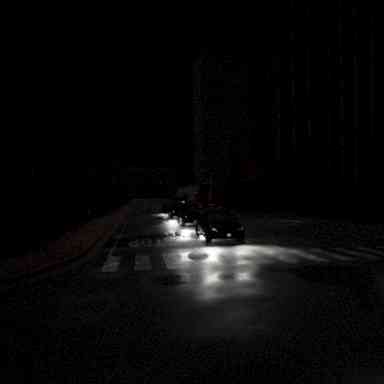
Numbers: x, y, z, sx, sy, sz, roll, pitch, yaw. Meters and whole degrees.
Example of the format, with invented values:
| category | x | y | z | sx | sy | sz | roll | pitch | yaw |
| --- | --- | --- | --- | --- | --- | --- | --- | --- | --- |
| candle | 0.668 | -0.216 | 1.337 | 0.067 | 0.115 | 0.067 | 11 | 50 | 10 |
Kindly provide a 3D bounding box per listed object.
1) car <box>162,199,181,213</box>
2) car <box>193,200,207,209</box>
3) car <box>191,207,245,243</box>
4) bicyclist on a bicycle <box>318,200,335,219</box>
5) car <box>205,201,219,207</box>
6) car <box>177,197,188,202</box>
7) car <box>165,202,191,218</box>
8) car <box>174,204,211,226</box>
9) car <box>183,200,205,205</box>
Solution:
| category | x | y | z | sx | sy | sz | roll | pitch | yaw |
| --- | --- | --- | --- | --- | --- | --- | --- | --- | --- |
| car | -2.960 | 2.126 | 45.411 | 1.812 | 1.442 | 4.674 | -1 | -1 | -9 |
| car | 1.542 | 2.297 | 62.556 | 1.812 | 1.442 | 4.674 | -1 | -1 | -9 |
| car | 1.341 | 1.724 | 17.536 | 1.812 | 1.442 | 4.674 | -1 | -1 | -9 |
| bicyclist on a bicycle | 11.699 | 1.532 | 28.912 | 1.656 | 1.620 | 0.582 | -1 | -1 | -9 |
| car | 3.012 | 2.143 | 53.441 | 1.837 | 1.490 | 4.892 | -1 | -1 | -8 |
| car | -1.937 | 2.032 | 62.708 | 2.150 | 2.045 | 5.566 | -1 | -1 | -8 |
| car | -1.450 | 2.059 | 35.546 | 1.895 | 1.301 | 4.718 | -1 | -1 | -9 |
| car | -0.054 | 1.929 | 26.526 | 1.895 | 1.301 | 4.718 | -1 | -1 | -9 |
| car | 0.210 | 2.213 | 48.966 | 1.895 | 1.301 | 4.718 | -1 | -1 | -9 |
